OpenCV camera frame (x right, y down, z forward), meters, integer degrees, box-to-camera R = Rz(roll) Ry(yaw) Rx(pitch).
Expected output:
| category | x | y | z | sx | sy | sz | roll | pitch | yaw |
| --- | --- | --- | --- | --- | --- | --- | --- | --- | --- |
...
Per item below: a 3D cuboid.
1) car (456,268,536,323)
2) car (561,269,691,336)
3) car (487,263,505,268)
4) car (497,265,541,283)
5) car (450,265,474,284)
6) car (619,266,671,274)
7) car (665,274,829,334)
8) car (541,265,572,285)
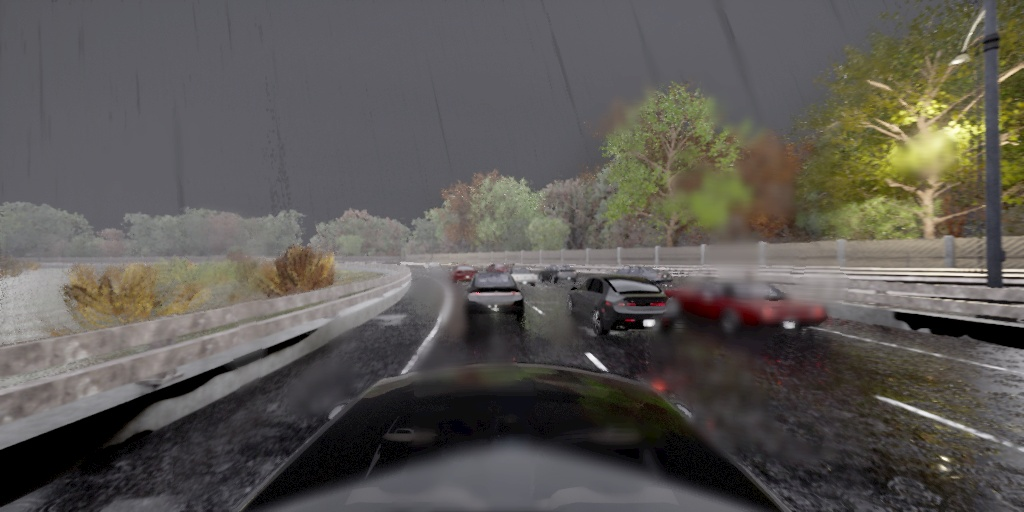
| category | x | y | z | sx | sy | sz | roll | pitch | yaw |
| --- | --- | --- | --- | --- | --- | --- | --- | --- | --- |
| car | -0.707 | 1.335 | 12.682 | 2.128 | 1.511 | 4.902 | 0 | -1 | -6 |
| car | 2.990 | 1.315 | 10.665 | 1.837 | 1.490 | 4.892 | 0 | 0 | -4 |
| car | -1.845 | 1.639 | 45.220 | 1.812 | 1.442 | 4.674 | 0 | -1 | -26 |
| car | 0.376 | 1.558 | 26.863 | 1.895 | 1.301 | 4.718 | 0 | 0 | -13 |
| car | -4.058 | 1.480 | 29.887 | 1.882 | 1.535 | 5.008 | 0 | -1 | -15 |
| car | 9.069 | 1.454 | 26.561 | 2.033 | 1.411 | 5.357 | 0 | -1 | -34 |
| car | 6.507 | 1.396 | 10.818 | 1.895 | 1.301 | 4.718 | 0 | 0 | -5 |
| car | 3.566 | 1.446 | 28.387 | 2.128 | 1.511 | 4.902 | 0 | -1 | -14 |
